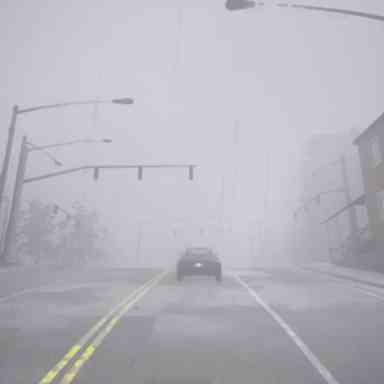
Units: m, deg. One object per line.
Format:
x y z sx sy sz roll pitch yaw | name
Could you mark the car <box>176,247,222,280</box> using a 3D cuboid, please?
0.340 3.286 15.710 1.994 1.385 4.181 0 -9 2 | car
